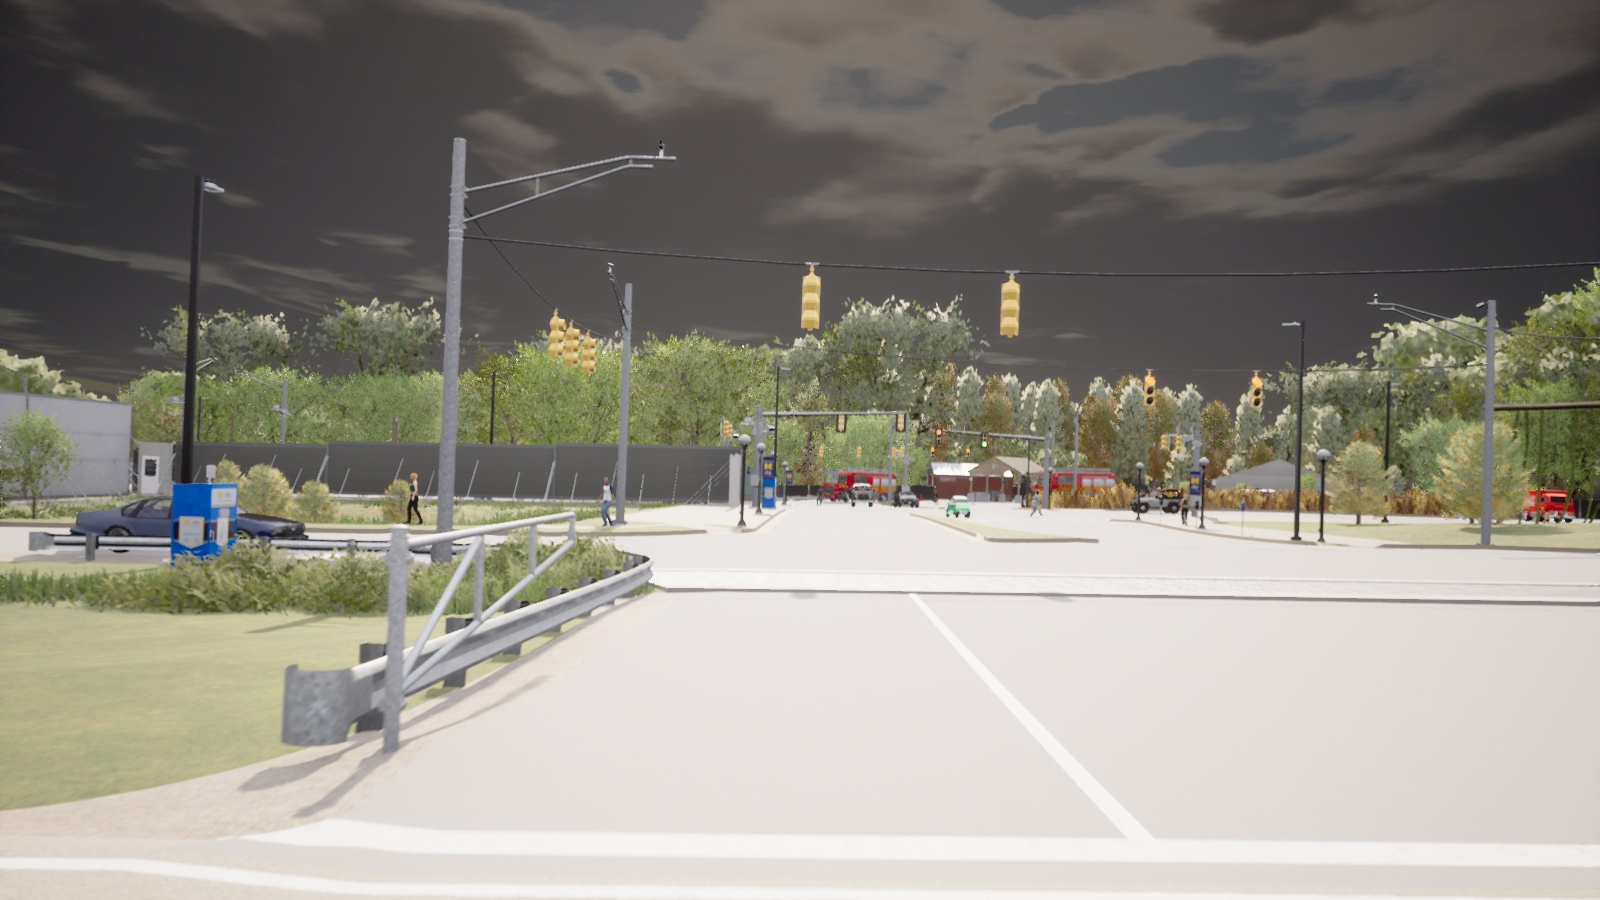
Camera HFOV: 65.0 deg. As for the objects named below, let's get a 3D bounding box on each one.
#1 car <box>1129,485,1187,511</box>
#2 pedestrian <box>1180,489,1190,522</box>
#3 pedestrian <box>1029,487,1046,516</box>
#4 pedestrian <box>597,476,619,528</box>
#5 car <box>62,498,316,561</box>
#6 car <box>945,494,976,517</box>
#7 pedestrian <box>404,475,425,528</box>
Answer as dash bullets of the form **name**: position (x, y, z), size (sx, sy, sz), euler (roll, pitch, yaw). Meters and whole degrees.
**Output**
- **car**: position (26.946, 3.602, 94.616), size (3.866, 1.878, 1.905), euler (0, -1, 0)
- **pedestrian**: position (21.606, 3.120, 70.491), size (0.345, 1.836, 0.594), euler (2, -1, 1)
- **pedestrian**: position (15.829, 3.435, 83.785), size (0.900, 1.855, 0.874), euler (2, -1, 0)
- **pedestrian**: position (-6.902, 1.862, 45.182), size (0.354, 1.836, 0.706), euler (1, -1, 33)
- **car**: position (-15.172, 1.963, 31.399), size (5.357, 1.411, 2.033), euler (1, -1, 2)
- **car**: position (10.173, 3.516, 79.807), size (1.481, 1.376, 2.207), euler (1, -1, -6)
- **pedestrian**: position (-13.545, 1.801, 44.143), size (0.594, 1.836, 0.345), euler (2, -1, -1)
